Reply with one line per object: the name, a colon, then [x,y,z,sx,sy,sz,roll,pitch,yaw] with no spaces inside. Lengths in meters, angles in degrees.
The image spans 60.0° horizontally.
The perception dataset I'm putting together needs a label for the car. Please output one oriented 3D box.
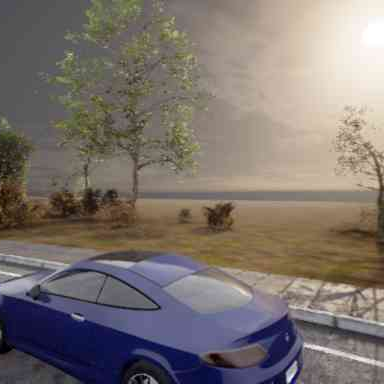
car: [-0.962,1.517,4.443,4.674,1.442,1.812,0,0,34]
